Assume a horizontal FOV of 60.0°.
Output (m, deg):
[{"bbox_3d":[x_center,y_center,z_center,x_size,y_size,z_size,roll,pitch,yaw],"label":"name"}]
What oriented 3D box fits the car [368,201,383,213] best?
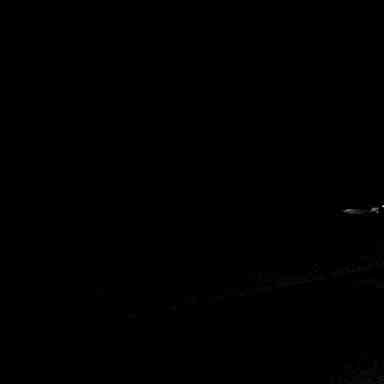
[{"bbox_3d":[18.782,1.298,30.574,2.128,1.511,4.902,1,0,-31],"label":"car"}]
